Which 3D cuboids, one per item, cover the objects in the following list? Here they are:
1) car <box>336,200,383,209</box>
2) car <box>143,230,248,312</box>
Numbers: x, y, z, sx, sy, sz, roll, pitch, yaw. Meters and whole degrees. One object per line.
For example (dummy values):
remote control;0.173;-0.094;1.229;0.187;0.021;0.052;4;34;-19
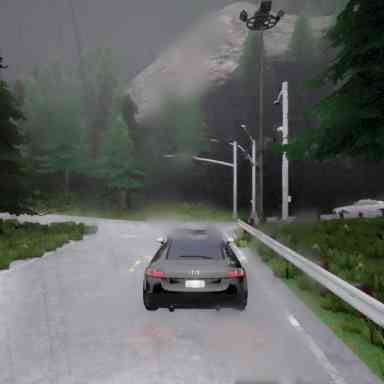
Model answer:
car;14.513;1.445;28.375;4.674;1.442;1.812;-5;-2;20
car;0.075;1.564;7.782;1.994;1.385;4.181;0;0;1
